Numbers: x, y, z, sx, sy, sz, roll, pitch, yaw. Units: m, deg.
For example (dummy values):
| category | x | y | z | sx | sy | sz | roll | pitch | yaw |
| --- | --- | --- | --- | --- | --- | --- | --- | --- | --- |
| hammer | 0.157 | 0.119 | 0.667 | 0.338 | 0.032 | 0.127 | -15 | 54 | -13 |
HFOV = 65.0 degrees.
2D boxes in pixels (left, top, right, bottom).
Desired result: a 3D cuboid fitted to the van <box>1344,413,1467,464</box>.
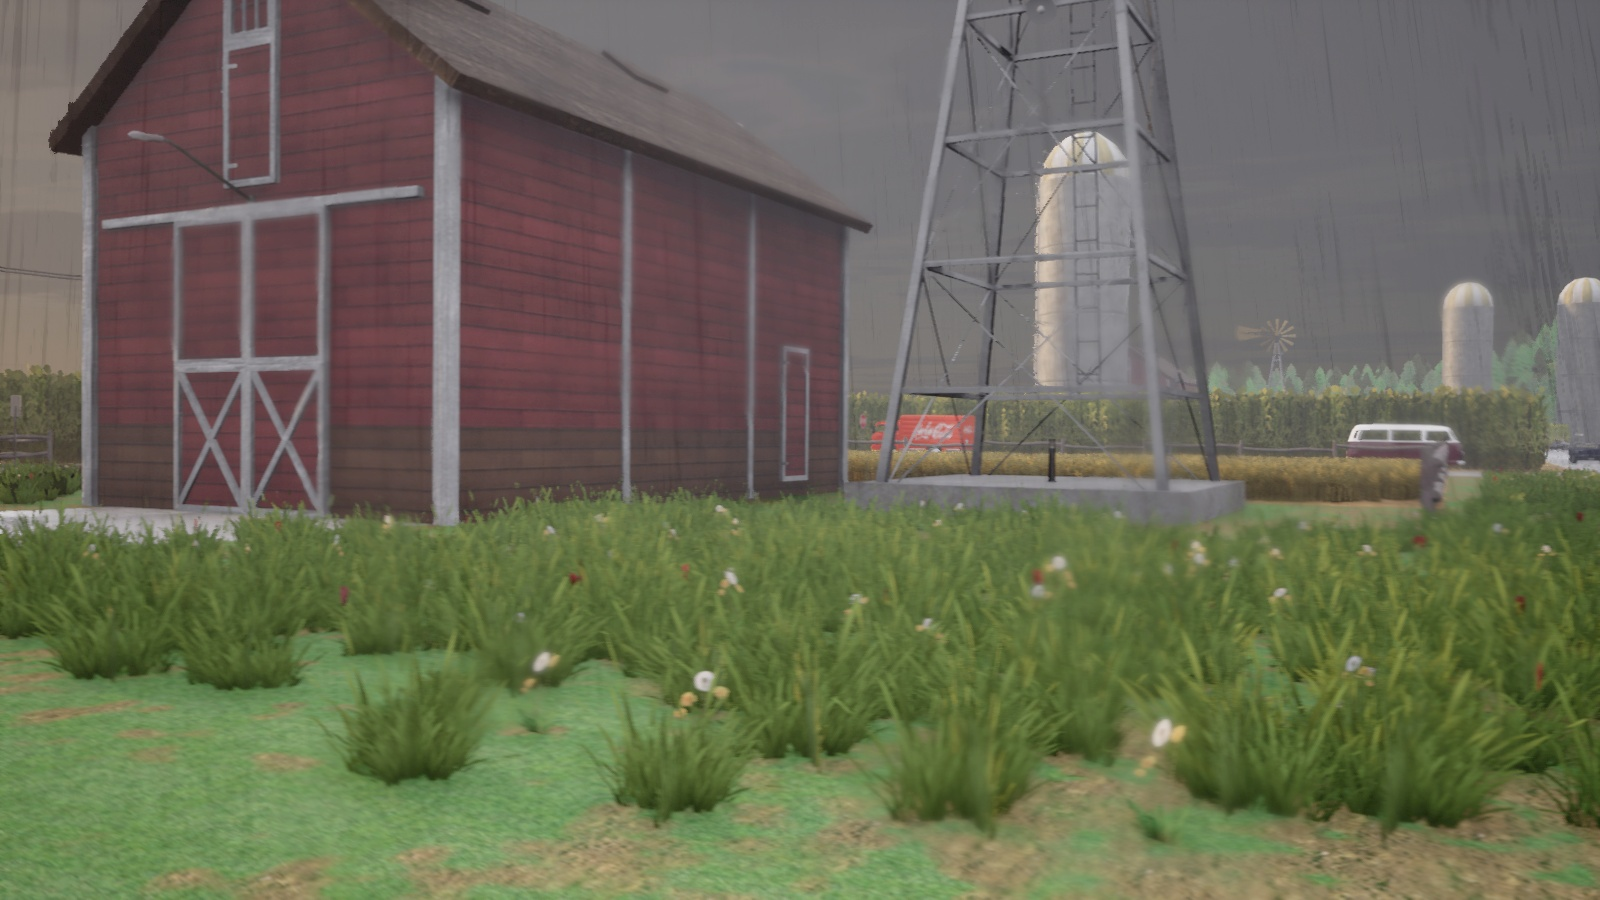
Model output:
| category | x | y | z | sx | sy | sz | roll | pitch | yaw |
| --- | --- | --- | --- | --- | --- | --- | --- | --- | --- |
| van | 25.003 | -0.479 | 51.851 | 4.480 | 2.038 | 2.069 | 0 | 1 | 28 |

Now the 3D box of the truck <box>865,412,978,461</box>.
| category | x | y | z | sx | sy | sz | roll | pitch | yaw |
| --- | --- | --- | --- | --- | --- | --- | --- | --- | --- |
| truck | 6.308 | -0.701 | 65.281 | 5.204 | 2.467 | 2.627 | 0 | 1 | 28 |

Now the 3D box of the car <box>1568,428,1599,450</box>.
| category | x | y | z | sx | sy | sz | roll | pitch | yaw |
| --- | --- | --- | --- | --- | --- | --- | --- | --- | --- |
| car | 48.385 | -0.679 | 77.022 | 1.895 | 1.301 | 4.718 | 0 | 1 | 28 |
